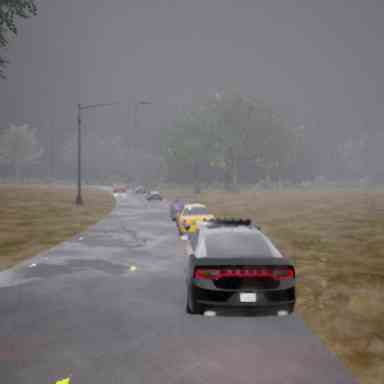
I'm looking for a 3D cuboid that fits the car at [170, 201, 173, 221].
[{"bbox_3d":[-0.472,1.047,23.739,2.097,1.767,4.553,-1,1,-7],"label":"car"}]

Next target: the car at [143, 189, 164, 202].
[{"bbox_3d":[-5.146,0.500,45.237,1.812,1.442,4.674,0,2,-13],"label":"car"}]

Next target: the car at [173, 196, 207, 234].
[{"bbox_3d":[0.115,1.303,17.913,1.801,1.575,5.366,-2,2,-5],"label":"car"}]

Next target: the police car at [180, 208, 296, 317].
[{"bbox_3d":[0.781,1.418,7.750,1.930,1.638,5.238,0,0,-2],"label":"police car"}]

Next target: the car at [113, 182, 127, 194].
[{"bbox_3d":[-14.215,-0.825,65.380,2.150,2.045,5.566,0,3,-20],"label":"car"}]

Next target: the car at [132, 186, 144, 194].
[{"bbox_3d":[-10.122,-0.346,63.203,1.837,1.490,4.892,0,3,-20],"label":"car"}]
